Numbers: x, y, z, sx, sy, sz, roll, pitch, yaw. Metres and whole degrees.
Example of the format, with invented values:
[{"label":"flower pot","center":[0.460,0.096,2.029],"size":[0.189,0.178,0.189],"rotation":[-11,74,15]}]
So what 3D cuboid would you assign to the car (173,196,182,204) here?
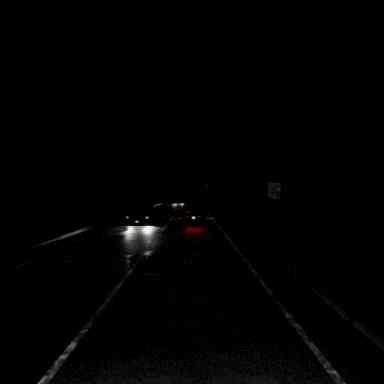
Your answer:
[{"label":"car","center":[-2.612,1.570,66.070],"size":[1.812,1.442,4.674],"rotation":[-1,0,6]}]

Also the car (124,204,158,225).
[{"label":"car","center":[-3.596,1.560,24.367],"size":[2.033,1.411,5.357],"rotation":[0,0,0]}]

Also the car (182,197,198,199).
[{"label":"car","center":[0.108,1.372,41.629],"size":[2.097,1.767,4.553],"rotation":[0,0,0]}]

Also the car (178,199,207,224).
[{"label":"car","center":[0.105,1.517,25.031],"size":[1.837,1.490,4.892],"rotation":[0,0,0]}]
